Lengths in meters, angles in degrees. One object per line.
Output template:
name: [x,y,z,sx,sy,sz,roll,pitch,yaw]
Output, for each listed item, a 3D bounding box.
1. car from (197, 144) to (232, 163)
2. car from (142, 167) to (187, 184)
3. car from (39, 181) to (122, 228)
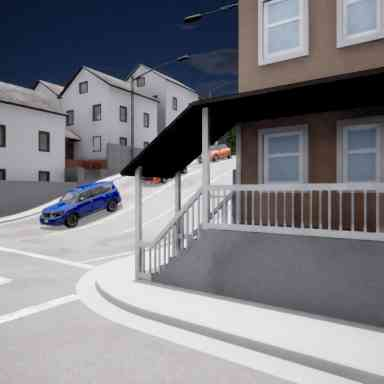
car: [2.378,-4.222,35.659,2.097,1.767,4.553,0,11,35]
car: [-2.429,-2.002,28.712,2.097,1.767,4.553,0,18,35]
car: [-7.147,0.727,21.784,2.150,2.045,5.566,0,14,34]
